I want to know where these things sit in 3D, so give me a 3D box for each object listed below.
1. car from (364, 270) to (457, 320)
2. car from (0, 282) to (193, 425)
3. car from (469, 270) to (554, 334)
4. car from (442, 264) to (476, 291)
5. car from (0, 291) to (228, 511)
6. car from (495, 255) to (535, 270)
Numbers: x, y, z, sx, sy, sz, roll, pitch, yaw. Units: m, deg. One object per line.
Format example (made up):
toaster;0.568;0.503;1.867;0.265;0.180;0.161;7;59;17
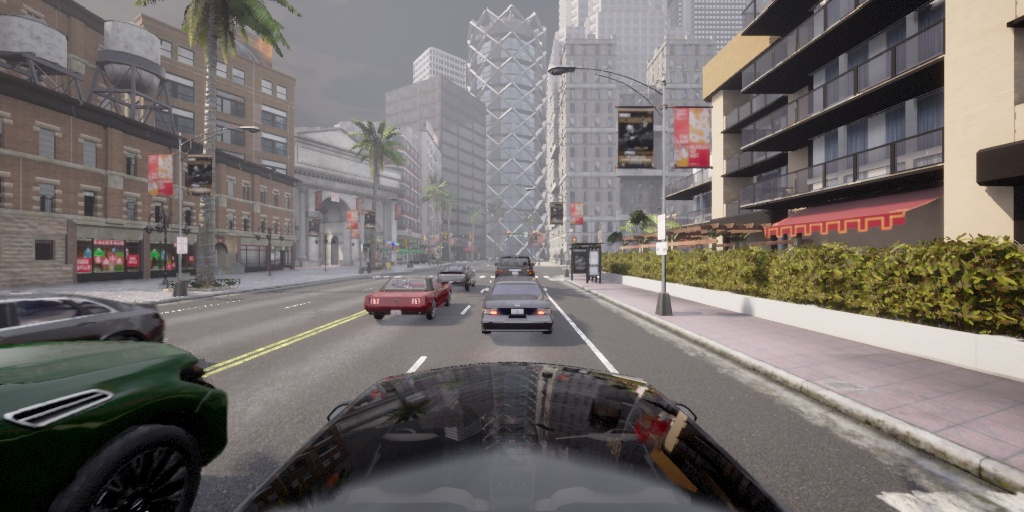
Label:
car;-3.359;1.351;12.636;1.895;1.301;4.718;0;0;0
car;-7.096;1.241;4.315;2.128;1.511;4.902;0;0;0
car;0.129;1.297;10.579;2.033;1.411;5.357;0;0;0
car;-3.326;1.241;21.905;2.128;1.511;4.902;0;0;0
car;-3.335;0.972;0.465;2.150;2.045;5.566;0;0;-1
car;0.166;0.971;20.830;2.150;2.045;5.566;0;0;0
